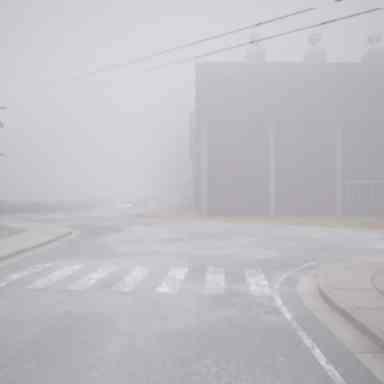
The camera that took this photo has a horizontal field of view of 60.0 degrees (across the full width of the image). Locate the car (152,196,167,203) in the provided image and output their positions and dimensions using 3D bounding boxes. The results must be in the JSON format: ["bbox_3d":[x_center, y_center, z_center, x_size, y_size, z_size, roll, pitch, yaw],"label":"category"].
[{"bbox_3d":[-7.558,1.612,69.955,2.033,1.411,5.357,0,0,39],"label":"car"}]

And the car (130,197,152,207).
[{"bbox_3d":[-8.104,1.547,53.038,2.128,1.511,4.902,0,0,-2],"label":"car"}]

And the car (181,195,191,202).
[{"bbox_3d":[-1.566,1.586,82.584,1.837,1.490,4.892,0,0,-14],"label":"car"}]

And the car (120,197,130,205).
[{"bbox_3d":[-12.137,1.635,62.371,1.994,1.385,4.181,0,0,-3],"label":"car"}]
